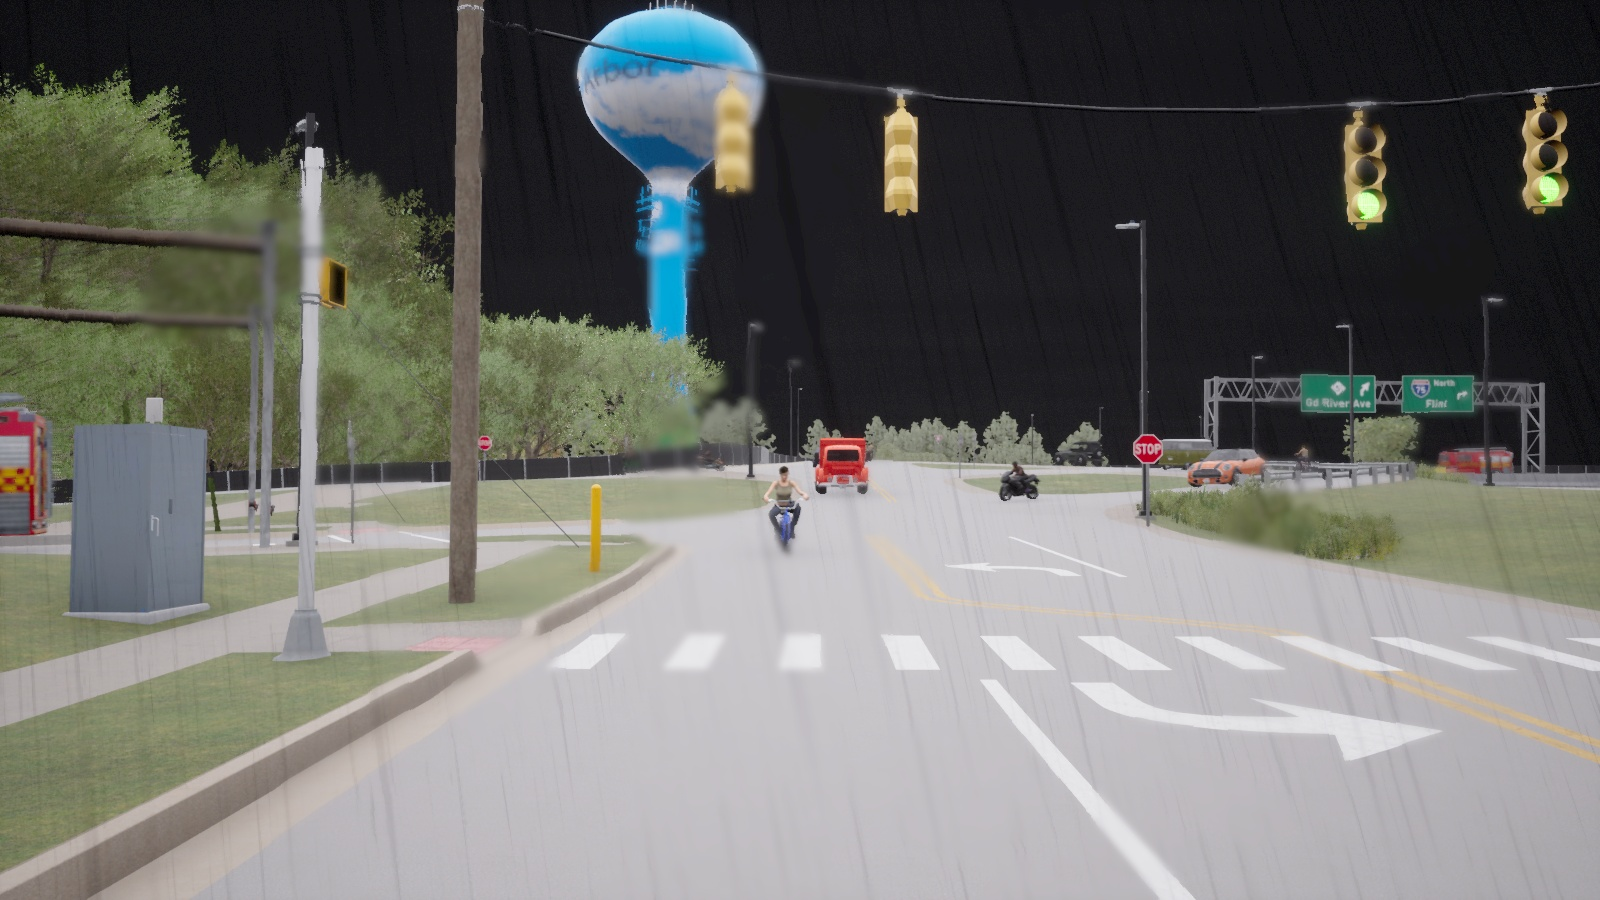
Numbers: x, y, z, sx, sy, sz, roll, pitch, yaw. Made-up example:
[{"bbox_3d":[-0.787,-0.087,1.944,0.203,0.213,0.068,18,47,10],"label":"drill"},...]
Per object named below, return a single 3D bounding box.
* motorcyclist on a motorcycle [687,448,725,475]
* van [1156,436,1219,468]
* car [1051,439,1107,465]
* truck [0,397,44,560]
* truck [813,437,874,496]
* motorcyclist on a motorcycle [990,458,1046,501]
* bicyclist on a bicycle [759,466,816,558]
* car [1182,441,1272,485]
[{"bbox_3d":[-6.071,0.753,81.307,2.350,1.649,0.766,-3,-1,-6],"label":"motorcyclist on a motorcycle"},{"bbox_3d":[24.599,0.103,79.625,4.442,1.987,1.775,0,1,-42],"label":"van"},{"bbox_3d":[20.913,0.122,94.205,1.905,1.878,3.866,1,0,-33],"label":"car"},{"bbox_3d":[-22.687,0.776,29.207,8.468,3.827,2.891,-1,-2,-26],"label":"truck"},{"bbox_3d":[1.936,0.689,57.086,2.627,2.467,5.204,0,1,1],"label":"truck"},{"bbox_3d":[8.303,1.119,47.734,2.044,1.523,0.797,-2,-1,-34],"label":"motorcyclist on a motorcycle"},{"bbox_3d":[-0.242,1.100,22.958,0.866,1.612,1.509,-1,-1,-6],"label":"bicyclist on a bicycle"},{"bbox_3d":[19.168,0.585,56.279,2.097,1.767,4.553,-3,0,43],"label":"car"}]
